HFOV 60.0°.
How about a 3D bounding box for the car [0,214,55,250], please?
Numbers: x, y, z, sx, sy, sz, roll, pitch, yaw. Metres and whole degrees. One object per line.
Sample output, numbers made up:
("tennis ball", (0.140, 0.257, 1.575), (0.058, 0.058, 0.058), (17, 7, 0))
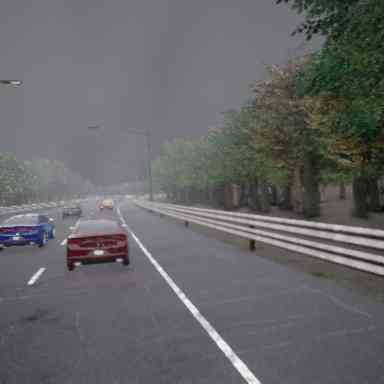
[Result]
("car", (-8.070, 1.821, 16.476), (1.882, 1.535, 5.008), (-2, 0, -15))

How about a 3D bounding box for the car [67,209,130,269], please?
("car", (-3.348, 1.628, 12.001), (1.882, 1.535, 5.008), (-2, 0, -15))

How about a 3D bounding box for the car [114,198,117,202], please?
("car", (-15.574, 2.245, 62.257), (1.882, 1.535, 5.008), (-2, 0, -12))

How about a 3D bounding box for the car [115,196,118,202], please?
("car", (-18.620, 2.408, 76.852), (1.837, 1.490, 4.892), (-2, 0, -11))

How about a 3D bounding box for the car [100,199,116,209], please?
("car", (-13.003, 2.243, 50.675), (1.895, 1.301, 4.718), (-2, 0, -13))

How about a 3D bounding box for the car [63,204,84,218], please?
("car", (-13.447, 2.114, 37.717), (2.128, 1.511, 4.902), (-2, 0, -14))
